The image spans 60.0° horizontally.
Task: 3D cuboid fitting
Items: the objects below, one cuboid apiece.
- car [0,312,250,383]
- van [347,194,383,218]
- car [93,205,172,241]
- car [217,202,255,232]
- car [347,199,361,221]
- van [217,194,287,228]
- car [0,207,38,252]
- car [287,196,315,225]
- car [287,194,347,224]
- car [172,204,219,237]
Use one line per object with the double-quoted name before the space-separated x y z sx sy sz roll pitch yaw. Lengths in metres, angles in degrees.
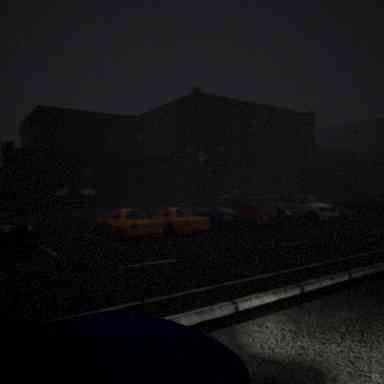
"car" -1.804 1.478 1.845 5.008 1.535 1.882 0 0 -35
"van" 14.599 1.183 29.574 1.878 1.987 4.442 0 0 -36
"car" -3.379 1.480 16.778 1.946 1.575 5.366 0 0 -36
"car" 1.215 1.514 19.838 2.002 1.452 4.674 0 0 -36
"car" 10.199 1.467 26.242 2.163 1.488 4.792 0 0 -36
"van" 3.523 1.242 21.351 1.878 1.987 4.442 0 0 -36
"car" -7.737 1.361 13.389 2.185 1.767 4.553 0 0 -36
"car" 5.679 1.333 23.078 2.185 1.767 4.553 0 0 -36
"car" 7.956 1.197 24.636 2.435 2.045 5.566 0 0 -36
"car" -1.136 1.477 18.385 1.946 1.575 5.366 0 0 -36
